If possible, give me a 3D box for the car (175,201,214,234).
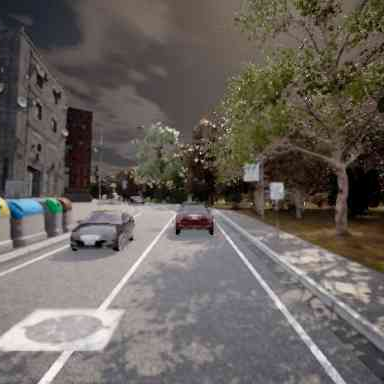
[{"bbox_3d":[0.145,1.389,19.663,2.097,1.767,4.553,0,0,0],"label":"car"}]

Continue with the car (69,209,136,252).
[{"bbox_3d":[-3.576,1.515,14.067,2.128,1.511,4.902,0,0,0],"label":"car"}]

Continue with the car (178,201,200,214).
[{"bbox_3d":[-0.409,1.689,37.470,1.895,1.301,4.718,1,0,-6],"label":"car"}]

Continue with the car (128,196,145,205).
[{"bbox_3d":[-9.304,1.417,55.694,2.128,1.511,4.902,3,0,-24],"label":"car"}]
